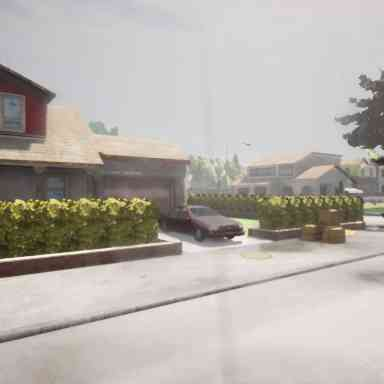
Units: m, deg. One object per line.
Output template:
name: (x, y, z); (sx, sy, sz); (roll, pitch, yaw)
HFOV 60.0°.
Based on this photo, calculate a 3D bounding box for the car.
car: (0.086, 1.354, 15.477); (2.033, 1.415, 5.357); (0, 0, -33)
